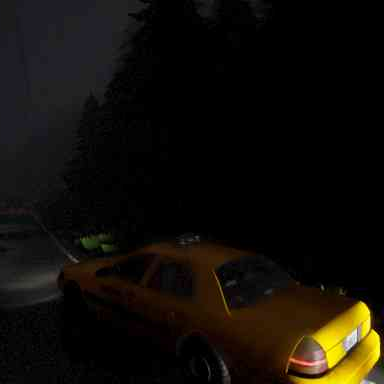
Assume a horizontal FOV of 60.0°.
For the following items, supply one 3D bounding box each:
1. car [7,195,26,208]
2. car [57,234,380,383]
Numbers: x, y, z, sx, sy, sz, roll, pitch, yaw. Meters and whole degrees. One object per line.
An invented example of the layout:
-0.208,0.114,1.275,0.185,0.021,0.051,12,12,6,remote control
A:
-21.127,1.057,40.066,2.128,1.511,4.902,-2,2,-26,car
-0.254,1.417,5.085,5.366,1.575,1.801,1,1,44,car
